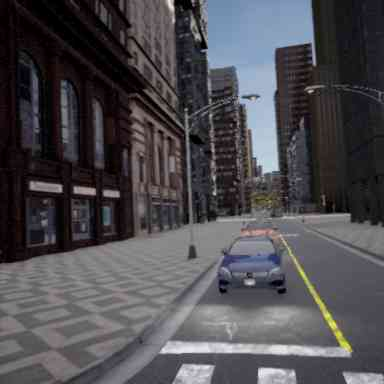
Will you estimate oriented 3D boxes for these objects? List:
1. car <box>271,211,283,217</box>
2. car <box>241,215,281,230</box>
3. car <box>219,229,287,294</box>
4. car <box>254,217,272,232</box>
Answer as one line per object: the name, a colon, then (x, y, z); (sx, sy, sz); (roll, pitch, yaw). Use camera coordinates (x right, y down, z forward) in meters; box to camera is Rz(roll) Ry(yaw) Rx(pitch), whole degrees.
car: (22.994, 6.248, 90.839); (2.150, 2.045, 5.566); (-4, -4, 12)
car: (4.186, 2.568, 20.505); (2.097, 1.767, 4.553); (-4, -4, 13)
car: (2.049, 2.191, 10.848); (1.812, 1.442, 4.674); (-4, -4, 14)
car: (8.341, 3.768, 38.938); (1.837, 1.490, 4.892); (-4, -5, 13)
